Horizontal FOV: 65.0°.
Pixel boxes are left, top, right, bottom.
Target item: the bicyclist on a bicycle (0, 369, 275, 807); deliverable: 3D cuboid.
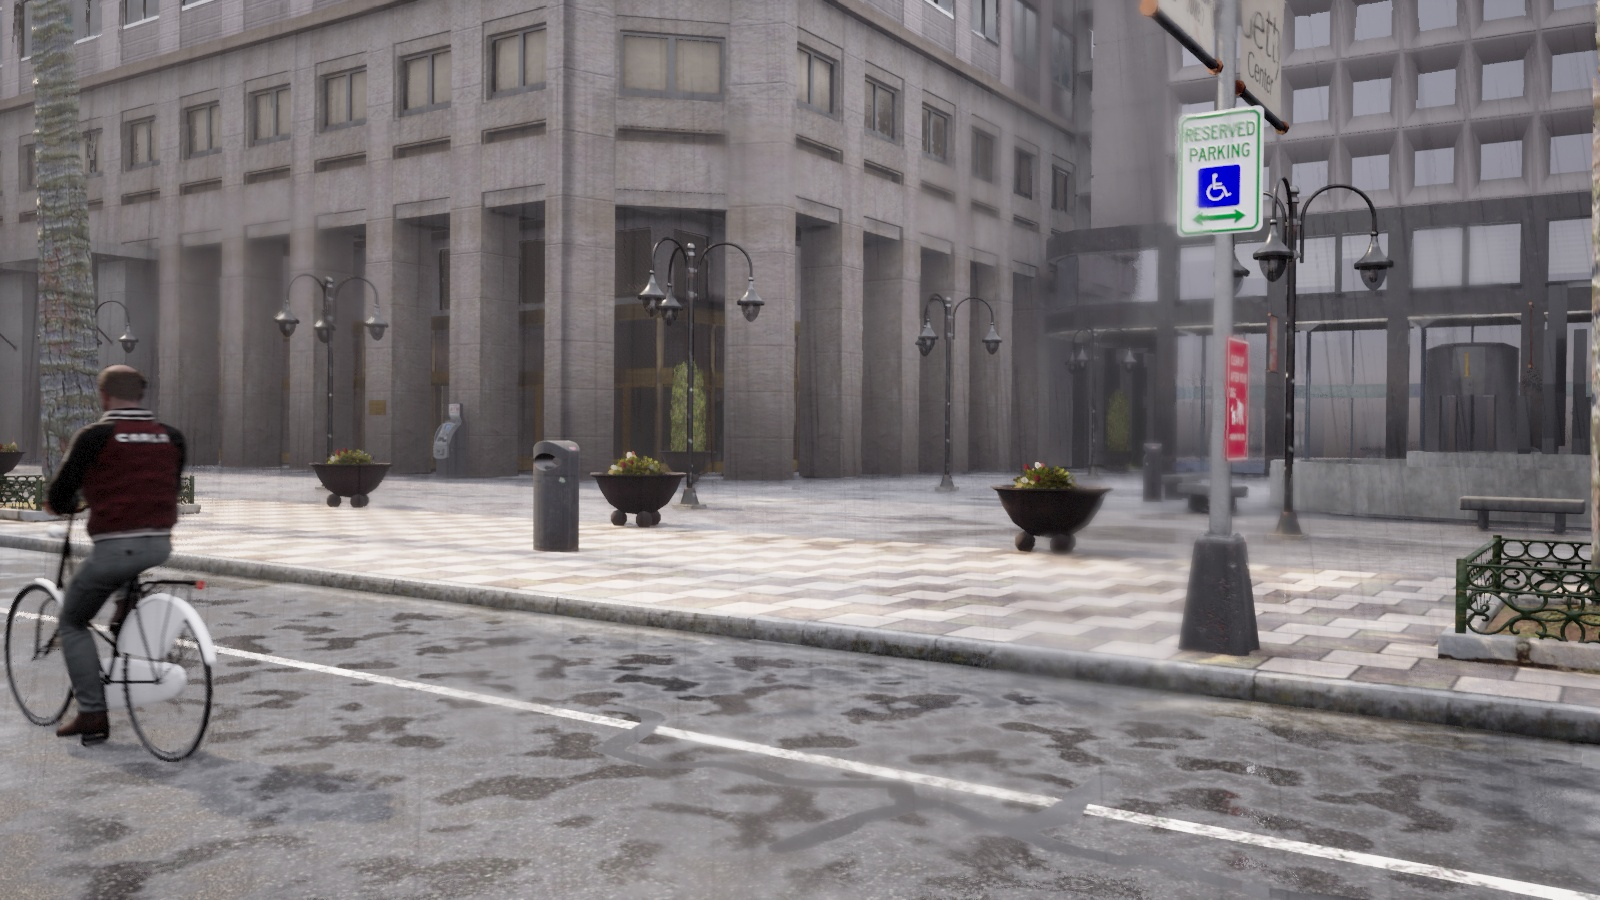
[{"bbox_3d":[-3.311,0.552,5.868,1.843,1.776,0.659,0,1,34],"label":"bicyclist on a bicycle"}]
